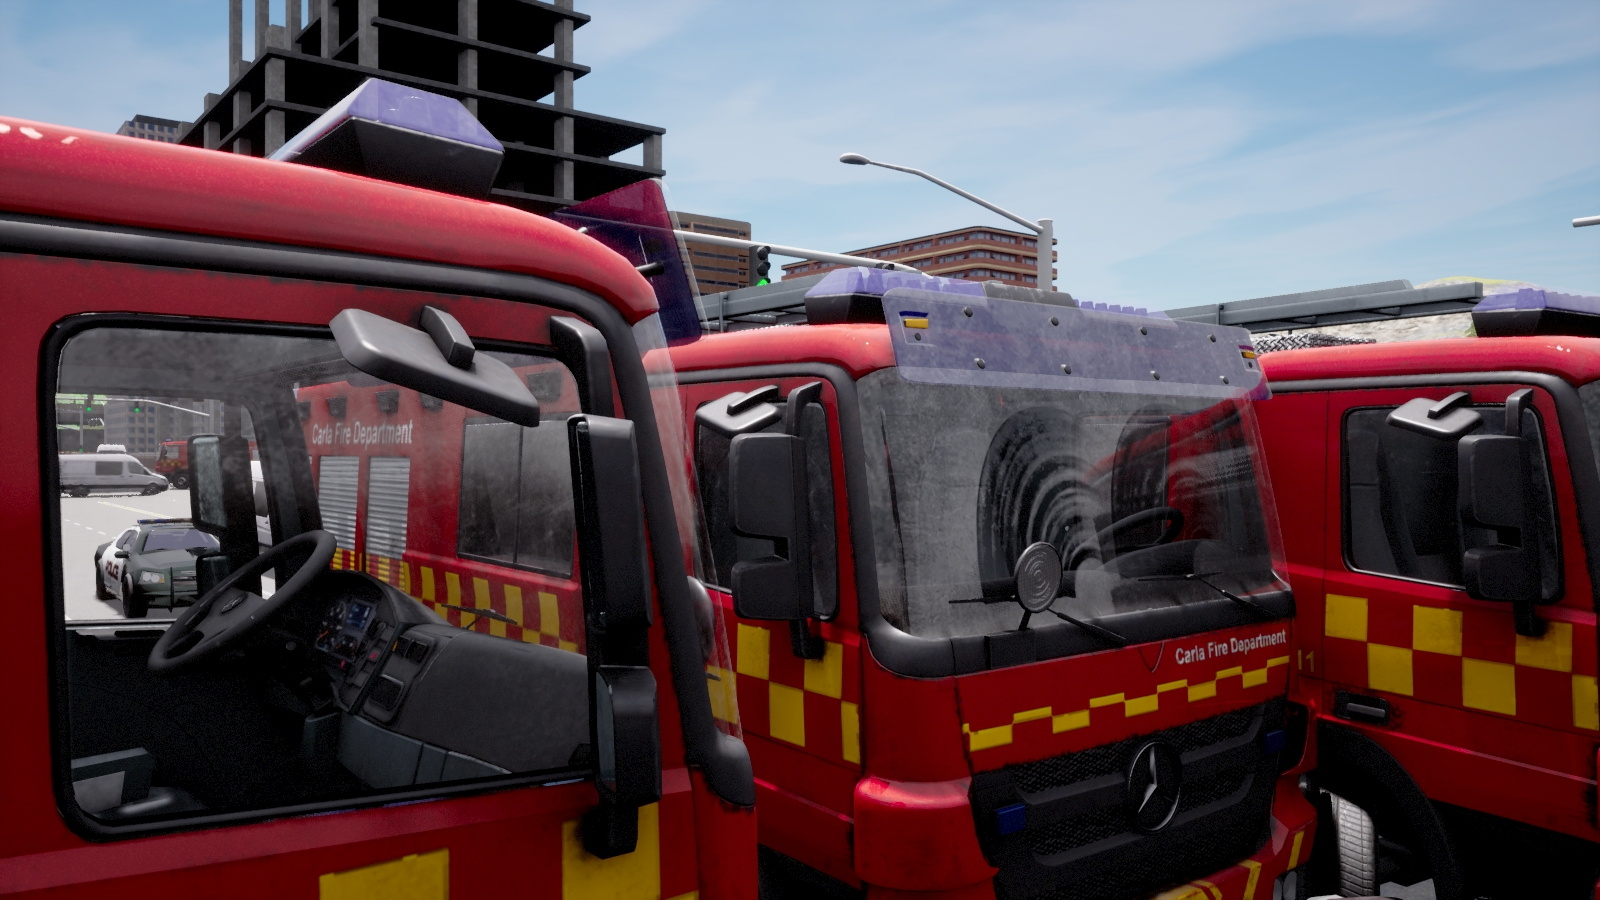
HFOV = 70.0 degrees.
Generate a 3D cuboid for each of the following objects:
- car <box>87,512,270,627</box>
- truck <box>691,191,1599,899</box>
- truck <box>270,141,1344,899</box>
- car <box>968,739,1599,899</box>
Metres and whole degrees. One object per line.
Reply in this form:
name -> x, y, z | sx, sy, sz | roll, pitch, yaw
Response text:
car -> -11.386, 2.037, 20.746 | 2.038, 1.542, 4.974 | 0, 0, -39
truck -> 2.348, 0.890, 8.605 | 2.891, 3.827, 8.468 | 0, 0, -31
truck -> -1.099, 0.890, 8.003 | 2.891, 3.827, 8.468 | 0, 0, -38
car -> 2.437, 2.065, 3.109 | 1.970, 1.475, 3.806 | 0, 0, -30
